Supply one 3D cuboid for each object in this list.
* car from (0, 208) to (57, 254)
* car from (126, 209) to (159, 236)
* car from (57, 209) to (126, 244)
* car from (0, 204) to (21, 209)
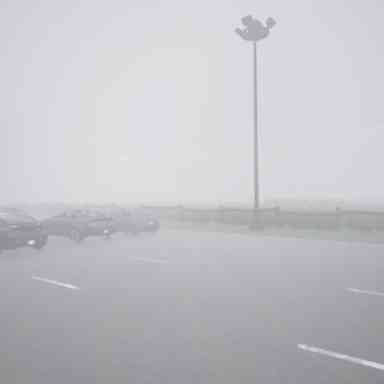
[{"bbox_3d":[-7.982,1.642,13.868,4.892,1.490,1.837,0,0,36],"label":"car"},{"bbox_3d":[-3.926,1.699,19.573,4.181,1.385,1.994,-1,0,36],"label":"car"},{"bbox_3d":[-5.939,1.627,16.709,4.902,1.511,2.128,-1,0,36],"label":"car"},{"bbox_3d":[-16.132,1.782,28.281,4.892,1.490,1.837,0,0,36],"label":"car"}]
